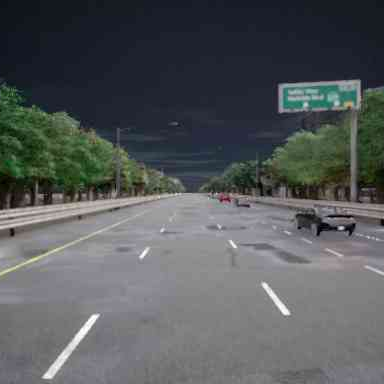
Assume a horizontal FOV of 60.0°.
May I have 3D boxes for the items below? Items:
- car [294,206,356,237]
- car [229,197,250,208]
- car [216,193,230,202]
[{"bbox_3d":[7.012,1.486,18.042,2.128,1.511,4.902,0,0,0],"label":"car"},{"bbox_3d":[7.050,1.530,47.611,2.033,1.411,5.357,0,0,0],"label":"car"},{"bbox_3d":[7.083,1.201,72.625,2.150,2.045,5.566,0,0,0],"label":"car"}]
